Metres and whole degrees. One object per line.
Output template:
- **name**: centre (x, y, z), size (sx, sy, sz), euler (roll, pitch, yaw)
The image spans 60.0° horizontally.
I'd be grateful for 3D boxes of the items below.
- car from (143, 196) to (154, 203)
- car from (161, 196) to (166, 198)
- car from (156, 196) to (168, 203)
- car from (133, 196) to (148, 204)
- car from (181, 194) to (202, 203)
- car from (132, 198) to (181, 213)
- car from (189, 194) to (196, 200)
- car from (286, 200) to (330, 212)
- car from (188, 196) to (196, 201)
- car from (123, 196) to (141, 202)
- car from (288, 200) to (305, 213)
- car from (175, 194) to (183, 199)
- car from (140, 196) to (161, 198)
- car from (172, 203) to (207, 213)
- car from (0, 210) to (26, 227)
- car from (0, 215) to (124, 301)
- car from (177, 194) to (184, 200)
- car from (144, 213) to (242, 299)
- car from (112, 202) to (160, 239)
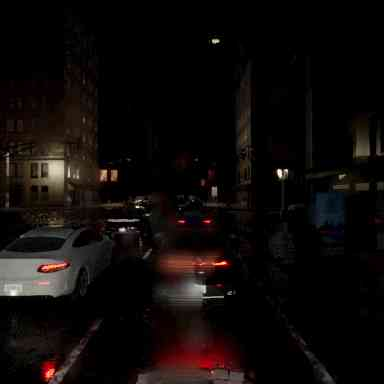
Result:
- **car**: centre (-9.674, 1.546, 73.722), size (1.812, 1.442, 4.674), euler (0, 0, 0)
- **car**: centre (-6.497, 1.547, 61.946), size (1.812, 1.442, 4.674), euler (0, 0, 1)
- **car**: centre (-6.425, 1.561, 72.410), size (2.033, 1.411, 5.357), euler (0, 0, 0)
- **car**: centre (-9.732, 1.512, 63.508), size (2.128, 1.511, 4.902), euler (0, 0, 1)
- **car**: centre (0.255, 1.515, 47.097), size (2.128, 1.511, 4.902), euler (-1, 0, -10)
- **car**: centre (-3.837, 1.638, 36.857), size (4.718, 1.301, 1.895), euler (0, -1, 0)
- **car**: centre (0.097, 1.382, 93.207), size (2.033, 1.411, 5.357), euler (0, 0, 0)
- **car**: centre (13.974, 1.659, 40.149), size (4.674, 1.442, 1.812), euler (0, -1, 0)
- **car**: centre (0.087, 1.606, 83.235), size (1.895, 1.301, 4.718), euler (0, 0, 0)
- **car**: centre (-9.780, 1.525, 53.379), size (1.837, 1.490, 4.892), euler (0, 0, 0)
- **car**: centre (13.038, 1.614, 36.896), size (4.674, 1.442, 1.812), euler (0, -1, 0)
- **car**: centre (-3.164, 1.536, 82.792), size (2.128, 1.511, 4.902), euler (0, 0, 0)
- **car**: centre (-6.535, 1.525, 52.922), size (1.837, 1.490, 4.892), euler (0, 0, 0)
- **car**: centre (0.100, 1.533, 17.548), size (1.812, 1.442, 4.674), euler (0, 0, 0)
- **car**: centre (-6.518, 1.355, 9.694), size (2.097, 1.767, 4.553), euler (0, 0, 1)
- **car**: centre (-3.148, 1.529, 8.180), size (1.812, 1.442, 4.674), euler (0, 0, 0)
- **car**: centre (-3.153, 1.320, 93.211), size (1.882, 1.535, 5.008), euler (0, 0, 0)
- **car**: centre (0.101, 1.508, 8.431), size (1.837, 1.490, 4.892), euler (0, 0, 0)
- **car**: centre (-3.134, 1.499, 17.446), size (2.128, 1.511, 4.902), euler (0, 0, 0)
